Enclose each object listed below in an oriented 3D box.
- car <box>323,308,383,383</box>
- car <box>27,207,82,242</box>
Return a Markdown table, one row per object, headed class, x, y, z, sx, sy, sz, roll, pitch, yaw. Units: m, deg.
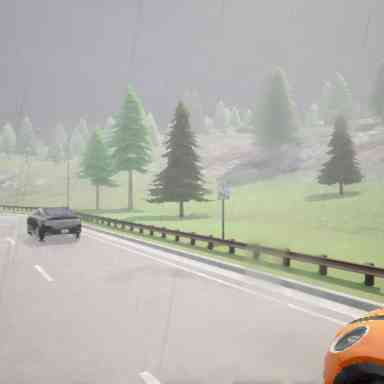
| class | x | y | z | sx | sy | sz | roll | pitch | yaw |
| --- | --- | --- | --- | --- | --- | --- | --- | --- | --- |
| car | 3.151 | 1.352 | 1.949 | 2.097 | 1.767 | 4.553 | 0 | 0 | -35 |
| car | -6.965 | 1.491 | 16.609 | 2.128 | 1.511 | 4.902 | 0 | 0 | -35 |
